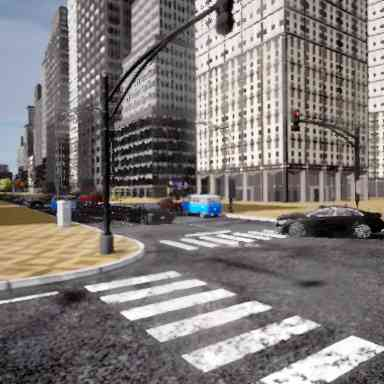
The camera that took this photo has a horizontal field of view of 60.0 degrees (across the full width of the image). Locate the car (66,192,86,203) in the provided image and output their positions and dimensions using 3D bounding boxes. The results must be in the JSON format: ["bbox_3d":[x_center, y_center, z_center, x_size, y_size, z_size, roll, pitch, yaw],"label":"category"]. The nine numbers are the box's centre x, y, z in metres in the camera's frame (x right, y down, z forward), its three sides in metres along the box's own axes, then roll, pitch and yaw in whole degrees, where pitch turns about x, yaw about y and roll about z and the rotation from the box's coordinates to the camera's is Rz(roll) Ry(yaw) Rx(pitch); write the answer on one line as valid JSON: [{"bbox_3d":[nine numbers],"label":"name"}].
[{"bbox_3d":[-21.023,0.950,59.989,2.192,1.841,5.009,0,1,-34],"label":"car"}]

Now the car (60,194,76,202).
[{"bbox_3d":[-24.122,1.175,64.582,1.947,1.339,4.313,0,1,-34],"label":"car"}]

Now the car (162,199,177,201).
[{"bbox_3d":[-2.402,1.328,32.464,1.887,1.381,4.507,-1,1,-34],"label":"car"}]

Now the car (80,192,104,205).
[{"bbox_3d":[-14.822,1.000,50.808,2.192,1.841,5.009,0,1,-34],"label":"car"}]

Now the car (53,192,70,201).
[{"bbox_3d":[-27.223,0.899,69.170,2.192,1.841,5.009,0,1,-34],"label":"car"}]

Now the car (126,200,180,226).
[{"bbox_3d":[-2.977,1.449,22.921,1.994,1.385,4.181,-1,1,-34],"label":"car"}]

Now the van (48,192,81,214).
[{"bbox_3d":[-12.466,1.199,32.347,1.690,1.788,3.998,-1,1,-34],"label":"van"}]

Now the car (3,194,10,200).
[{"bbox_3d":[-43.467,1.188,78.253,1.802,1.307,4.206,0,1,-34],"label":"car"}]

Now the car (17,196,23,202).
[{"bbox_3d":[-24.865,1.309,50.709,2.008,1.369,4.403,0,1,-34],"label":"car"}]

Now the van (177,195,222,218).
[{"bbox_3d":[0.771,1.148,27.923,1.690,1.788,3.998,-1,1,-34],"label":"van"}]

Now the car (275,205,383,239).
[{"bbox_3d":[6.598,1.390,16.217,4.902,1.511,2.128,0,2,15],"label":"car"}]

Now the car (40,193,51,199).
[{"bbox_3d":[-36.618,1.032,83.084,1.752,1.417,4.829,0,1,-34],"label":"car"}]

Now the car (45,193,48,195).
[{"bbox_3d":[-33.423,1.083,78.353,2.008,1.369,4.403,0,1,-34],"label":"car"}]

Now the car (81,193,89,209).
[{"bbox_3d":[-14.308,1.273,39.720,1.882,1.535,5.008,-1,1,-34],"label":"car"}]

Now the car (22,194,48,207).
[{"bbox_3d":[-21.765,1.350,46.120,1.947,1.339,4.313,0,1,-34],"label":"car"}]

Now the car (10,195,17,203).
[{"bbox_3d":[-31.066,1.290,59.891,1.802,1.307,4.206,0,1,-34],"label":"car"}]
